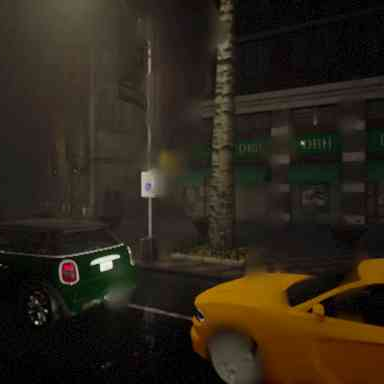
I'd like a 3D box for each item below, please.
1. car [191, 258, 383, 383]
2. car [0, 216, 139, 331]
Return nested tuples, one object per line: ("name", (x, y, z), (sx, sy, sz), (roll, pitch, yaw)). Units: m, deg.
("car", (2.300, 1.478, 3.569), (5.008, 1.535, 1.882), (0, 0, 34))
("car", (-3.411, 1.346, 6.983), (4.553, 1.767, 2.097), (0, 0, 28))
